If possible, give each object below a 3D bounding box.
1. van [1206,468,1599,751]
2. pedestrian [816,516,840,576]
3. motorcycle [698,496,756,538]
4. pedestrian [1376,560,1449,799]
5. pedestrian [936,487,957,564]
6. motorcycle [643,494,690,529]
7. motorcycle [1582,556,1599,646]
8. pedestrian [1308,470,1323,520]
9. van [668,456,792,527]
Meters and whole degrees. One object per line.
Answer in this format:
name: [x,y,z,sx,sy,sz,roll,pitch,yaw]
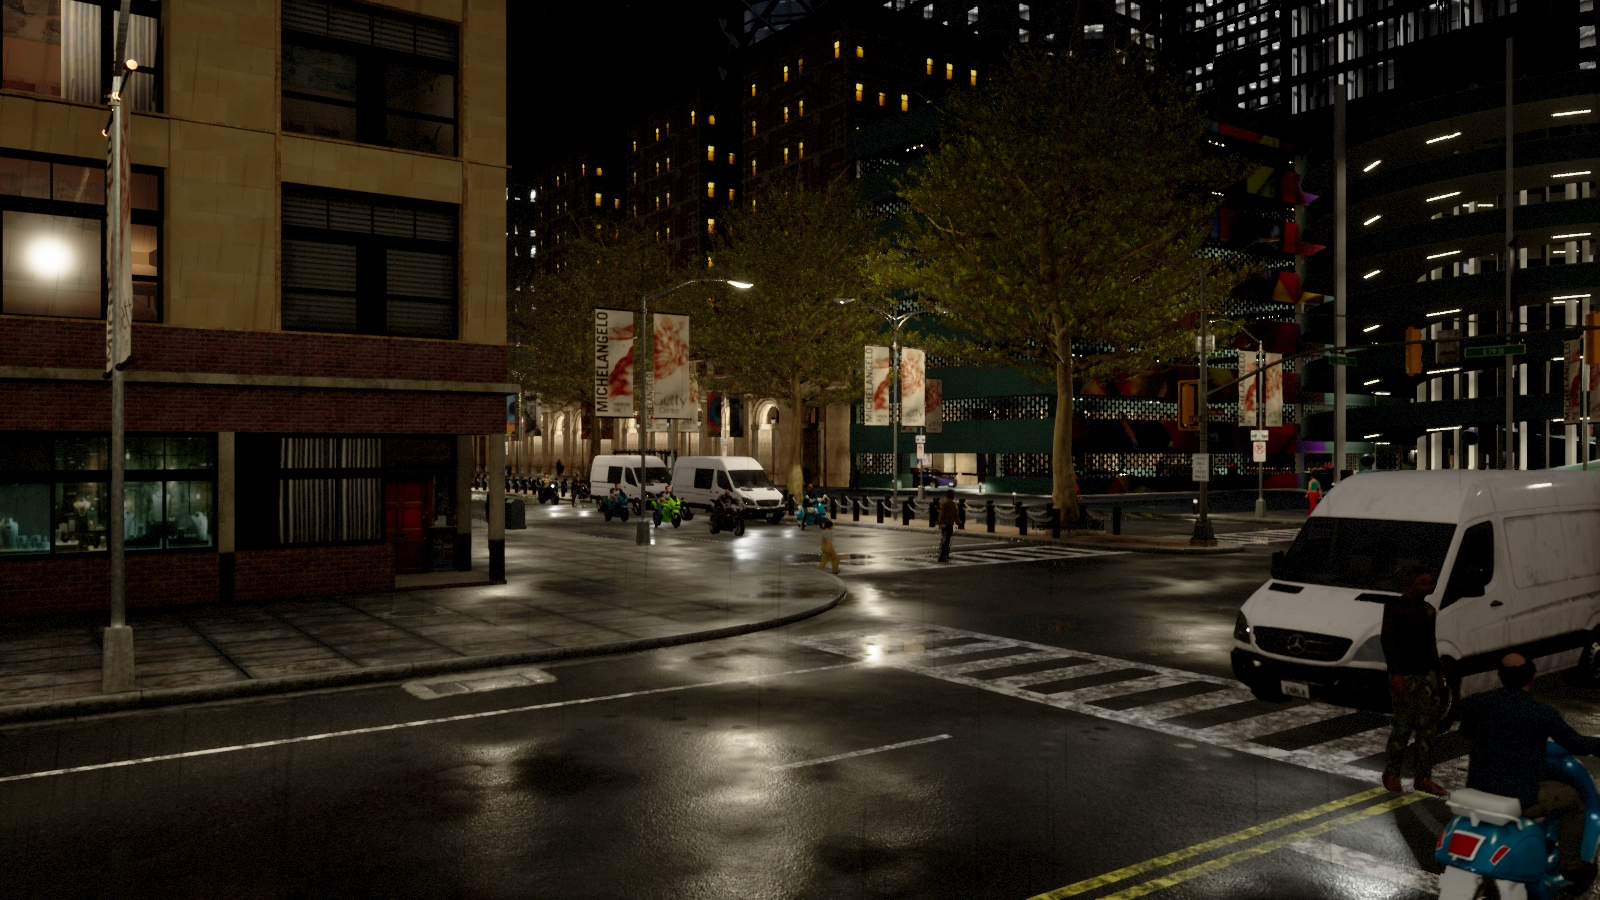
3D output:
van: [7.376,1.534,13.213,5.915,2.561,1.988,0,0,-35]
pedestrian: [0.616,2.125,25.424,0.375,1.300,0.375,0,0,-40]
motorcycle: [-2.440,2.205,37.889,0.867,1.251,2.209,0,0,-35]
pedestrian: [4.986,1.848,9.309,0.375,1.860,0.375,0,0,-12]
pedestrian: [3.613,1.849,28.173,0.375,1.860,0.375,0,0,-35]
motorcycle: [-4.824,2.213,41.273,0.803,1.145,2.033,0,0,-35]
motorcycle: [12.199,2.181,16.553,1.805,1.236,0.856,1,-1,-35]
pedestrian: [19.426,1.698,43.056,0.375,1.860,0.375,0,0,-14]
van: [-2.818,1.534,44.499,1.988,2.561,5.915,0,0,-35]
